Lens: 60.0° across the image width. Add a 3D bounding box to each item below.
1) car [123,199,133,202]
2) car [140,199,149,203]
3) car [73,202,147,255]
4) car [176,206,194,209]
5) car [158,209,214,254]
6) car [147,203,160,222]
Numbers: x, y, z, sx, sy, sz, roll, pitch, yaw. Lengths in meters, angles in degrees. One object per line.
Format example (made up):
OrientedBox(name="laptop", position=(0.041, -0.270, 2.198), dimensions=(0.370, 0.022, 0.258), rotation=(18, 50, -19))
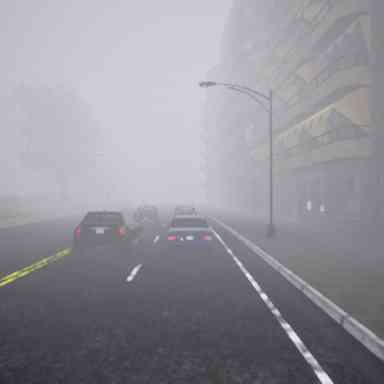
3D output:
OrientedBox(name="car", position=(-13.360, 2.141, 69.869), dimensions=(1.882, 1.535, 5.008), rotation=(0, -1, -6))
OrientedBox(name="car", position=(-10.174, 2.195, 70.664), dimensions=(1.812, 1.442, 4.674), rotation=(0, -1, -6))
OrientedBox(name="car", position=(-3.377, 1.484, 14.164), dimensions=(2.097, 1.767, 4.553), rotation=(0, -1, -1))
OrientedBox(name="car", position=(-0.602, 1.878, 29.353), dimensions=(1.895, 1.301, 4.718), rotation=(0, -1, -2))
OrientedBox(name="car", position=(-0.128, 1.681, 14.137), dimensions=(2.033, 1.411, 5.357), rotation=(0, -1, -1))
OrientedBox(name="car", position=(-3.849, 1.877, 29.216), dimensions=(1.895, 1.301, 4.718), rotation=(0, -1, -2))
